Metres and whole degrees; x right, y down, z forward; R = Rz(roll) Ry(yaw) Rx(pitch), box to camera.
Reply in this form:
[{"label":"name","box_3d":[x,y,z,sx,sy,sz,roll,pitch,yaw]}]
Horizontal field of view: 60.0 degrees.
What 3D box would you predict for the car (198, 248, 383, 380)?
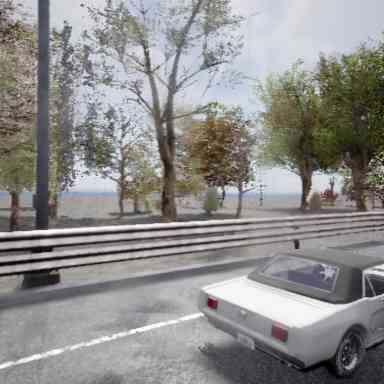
[{"label":"car","box_3d":[2.508,1.623,5.519,4.718,1.301,1.895,0,0,-35]}]
